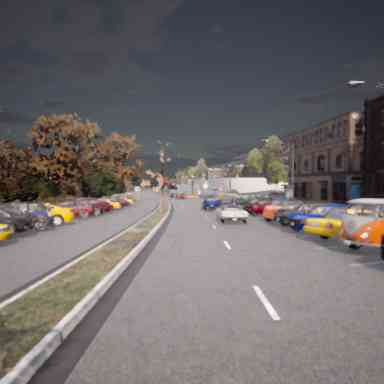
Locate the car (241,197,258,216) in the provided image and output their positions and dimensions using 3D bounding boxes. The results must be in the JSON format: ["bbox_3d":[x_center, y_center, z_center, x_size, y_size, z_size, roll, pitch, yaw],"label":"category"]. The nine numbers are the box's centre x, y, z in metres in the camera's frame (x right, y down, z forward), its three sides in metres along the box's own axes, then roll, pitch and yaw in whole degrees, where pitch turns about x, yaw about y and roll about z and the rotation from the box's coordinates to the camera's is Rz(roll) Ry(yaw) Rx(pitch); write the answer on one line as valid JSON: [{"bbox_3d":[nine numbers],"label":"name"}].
[{"bbox_3d":[7.485,1.470,30.819,5.008,1.535,2.097,1,0,-22],"label":"car"}]

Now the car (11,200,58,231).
[{"bbox_3d":[-10.480,1.377,19.353,4.553,1.767,2.185,-1,0,-21],"label":"car"}]

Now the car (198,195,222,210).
[{"bbox_3d":[2.291,1.465,42.622,1.882,1.535,5.008,0,0,-3],"label":"car"}]

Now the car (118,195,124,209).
[{"bbox_3d":[-11.336,1.505,39.996,5.366,1.575,1.946,-1,0,-23],"label":"car"}]

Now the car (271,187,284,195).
[{"bbox_3d":[19.931,0.169,79.143,2.002,1.452,4.674,-7,4,-30],"label":"car"}]

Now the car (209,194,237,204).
[{"bbox_3d":[5.717,1.329,60.981,4.553,1.767,2.185,1,0,-25],"label":"car"}]

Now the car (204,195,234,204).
[{"bbox_3d":[5.240,1.448,63.896,5.366,1.575,1.946,1,0,-26],"label":"car"}]

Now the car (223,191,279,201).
[{"bbox_3d":[7.118,1.214,39.858,5.566,2.045,2.435,1,0,-23],"label":"car"}]

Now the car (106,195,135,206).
[{"bbox_3d":[-12.383,1.382,57.807,4.553,1.767,2.185,-1,0,-25],"label":"car"}]

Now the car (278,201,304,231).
[{"bbox_3d":[7.727,1.477,18.736,5.008,1.535,2.097,1,0,-21],"label":"car"}]

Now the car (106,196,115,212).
[{"bbox_3d":[-10.884,1.504,34.154,5.008,1.535,2.097,-1,0,-22],"label":"car"}]

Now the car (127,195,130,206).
[{"bbox_3d":[-11.507,1.546,45.983,4.674,1.452,2.002,-1,0,-23],"label":"car"}]

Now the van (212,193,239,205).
[{"bbox_3d":[5.847,1.229,57.908,4.442,1.987,1.878,1,0,-25],"label":"van"}]

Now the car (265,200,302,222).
[{"bbox_3d":[7.671,1.477,21.754,4.892,1.521,2.231,1,0,-21],"label":"car"}]

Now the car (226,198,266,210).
[{"bbox_3d":[6.981,1.504,42.894,4.674,1.452,2.002,1,0,-23],"label":"car"}]

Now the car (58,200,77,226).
[{"bbox_3d":[-10.543,1.503,22.309,5.008,1.535,2.097,-1,0,-21],"label":"car"}]

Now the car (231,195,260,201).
[{"bbox_3d":[7.280,1.467,36.854,5.008,1.535,2.097,1,0,-23],"label":"car"}]

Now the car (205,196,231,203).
[{"bbox_3d":[5.295,1.488,66.956,4.792,1.488,2.163,1,0,-26],"label":"car"}]

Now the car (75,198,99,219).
[{"bbox_3d":[-10.717,1.534,28.218,4.792,1.488,2.163,-1,0,-21],"label":"car"}]

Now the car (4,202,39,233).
[{"bbox_3d":[-10.469,1.504,16.376,4.892,1.521,2.231,-1,0,-20],"label":"car"}]

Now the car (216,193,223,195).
[{"bbox_3d":[6.198,1.459,54.949,4.892,1.521,2.231,1,0,-25],"label":"car"}]

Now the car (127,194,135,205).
[{"bbox_3d":[-11.762,1.501,51.972,5.366,1.575,1.946,-1,0,-24],"label":"car"}]

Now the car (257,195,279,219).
[{"bbox_3d":[7.611,1.348,24.773,4.553,1.767,2.185,1,0,-21],"label":"car"}]

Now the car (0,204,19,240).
[{"bbox_3d":[-10.283,1.498,13.475,5.366,1.575,1.946,-1,0,-20],"label":"car"}]

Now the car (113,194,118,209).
[{"bbox_3d":[-11.052,1.380,37.105,4.553,1.767,2.185,-1,0,-22],"label":"car"}]

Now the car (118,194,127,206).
[{"bbox_3d":[-11.302,1.380,43.038,4.553,1.767,2.185,-1,0,-23],"label":"car"}]

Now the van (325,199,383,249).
[{"bbox_3d":[7.646,1.253,12.665,4.442,1.987,1.878,1,0,-20],"label":"van"}]

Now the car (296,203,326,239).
[{"bbox_3d":[7.911,1.478,15.793,5.366,1.575,1.946,1,0,-20],"label":"car"}]

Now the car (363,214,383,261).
[{"bbox_3d":[7.785,1.511,9.710,4.792,1.488,2.163,1,0,-20],"label":"car"}]

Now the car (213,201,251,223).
[{"bbox_3d":[2.941,1.594,25.421,1.895,1.301,4.718,0,0,-1],"label":"car"}]

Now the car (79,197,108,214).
[{"bbox_3d":[-10.752,1.533,31.212,4.792,1.488,2.163,-1,0,-22],"label":"car"}]

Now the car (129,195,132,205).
[{"bbox_3d":[-11.708,1.547,48.938,4.674,1.452,2.002,-1,0,-24],"label":"car"}]

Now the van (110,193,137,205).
[{"bbox_3d":[-12.581,1.281,60.794,4.442,1.987,1.878,-1,0,-25],"label":"van"}]
